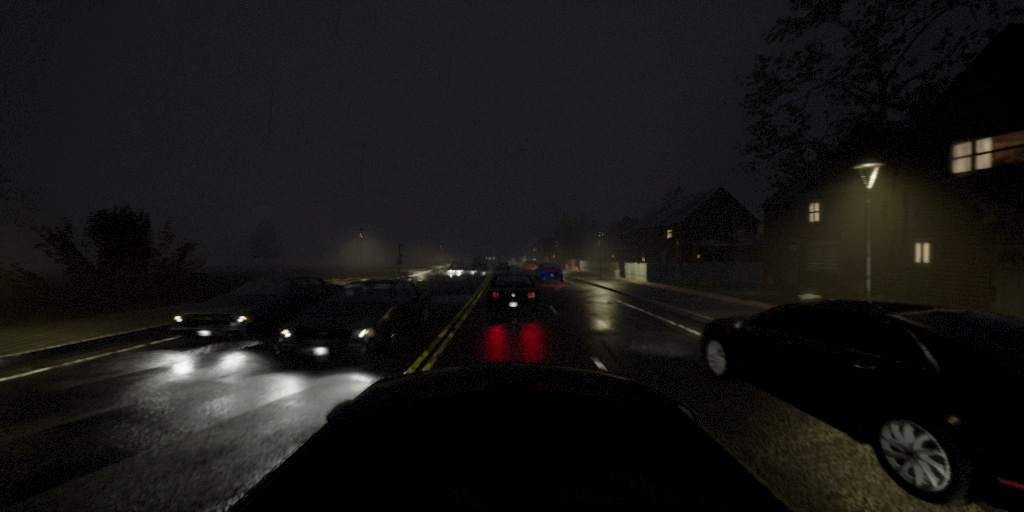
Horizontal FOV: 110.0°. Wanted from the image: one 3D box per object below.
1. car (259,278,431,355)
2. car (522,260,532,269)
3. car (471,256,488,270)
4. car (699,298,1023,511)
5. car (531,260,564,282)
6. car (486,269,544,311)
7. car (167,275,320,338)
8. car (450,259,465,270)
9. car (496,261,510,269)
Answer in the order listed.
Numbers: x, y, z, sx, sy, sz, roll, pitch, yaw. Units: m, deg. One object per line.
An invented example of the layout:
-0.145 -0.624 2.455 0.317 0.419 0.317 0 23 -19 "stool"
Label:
-3.382 1.289 8.963 2.033 1.411 5.357 0 0 -1 "car"
2.280 1.251 44.502 1.882 1.535 5.008 0 0 -2 "car"
-4.693 0.982 51.783 2.150 2.045 5.566 0 0 -3 "car"
4.231 1.269 4.390 1.837 1.490 4.892 0 0 0 "car"
2.892 1.245 28.785 1.882 1.535 5.008 0 0 -1 "car"
0.018 1.354 14.387 1.895 1.301 4.718 0 0 -1 "car"
-6.647 1.281 10.393 2.033 1.411 5.357 0 0 -1 "car"
-8.010 1.249 52.774 2.128 1.511 4.902 0 0 -3 "car"
-1.260 1.333 51.144 1.994 1.385 4.181 0 0 -3 "car"
